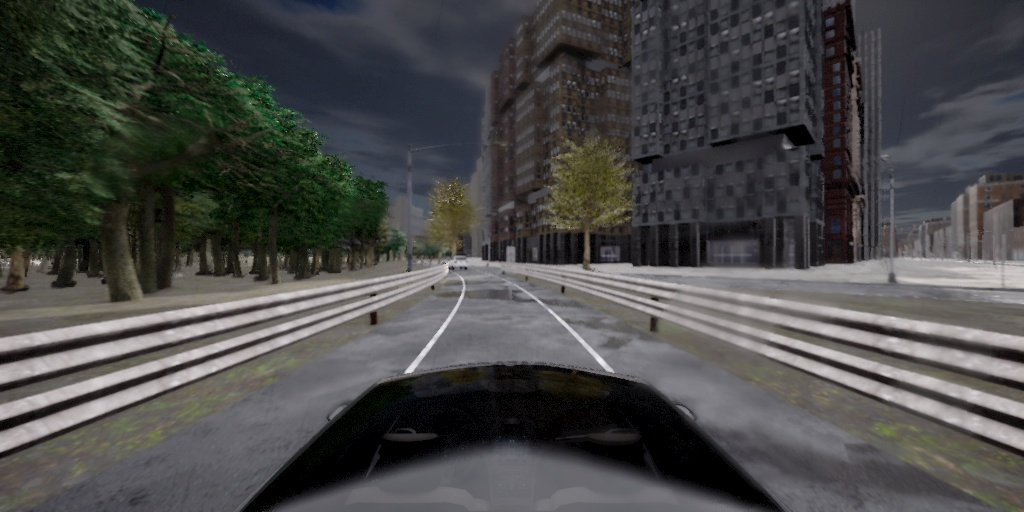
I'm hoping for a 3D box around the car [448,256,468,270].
[{"bbox_3d":[-8.131,1.033,53.842,2.150,2.045,5.566,0,0,-19],"label":"car"}]
